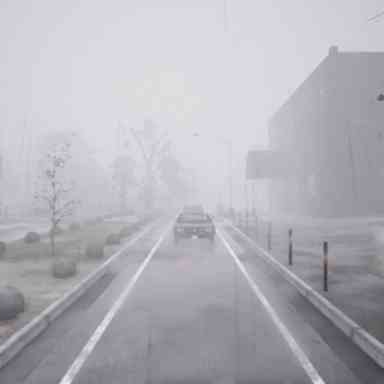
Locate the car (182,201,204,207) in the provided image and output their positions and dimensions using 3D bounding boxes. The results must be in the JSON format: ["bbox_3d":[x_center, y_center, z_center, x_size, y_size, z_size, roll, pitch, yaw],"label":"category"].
[{"bbox_3d":[0.105,1.649,32.079,1.882,1.535,5.008,0,-1,0],"label":"car"}]

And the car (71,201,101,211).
[{"bbox_3d":[-17.409,2.278,54.573,2.097,1.767,4.553,-2,-3,42],"label":"car"}]

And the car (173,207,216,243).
[{"bbox_3d":[0.105,1.643,16.382,1.895,1.301,4.718,0,0,0],"label":"car"}]

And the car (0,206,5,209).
[{"bbox_3d":[-29.788,2.249,48.051,4.718,1.301,1.895,1,-2,-19],"label":"car"}]
